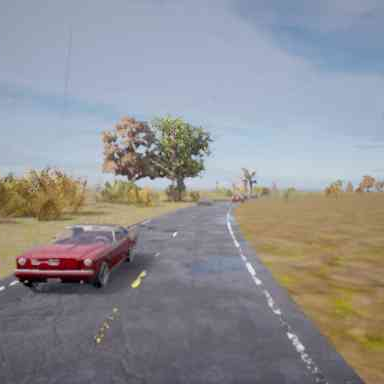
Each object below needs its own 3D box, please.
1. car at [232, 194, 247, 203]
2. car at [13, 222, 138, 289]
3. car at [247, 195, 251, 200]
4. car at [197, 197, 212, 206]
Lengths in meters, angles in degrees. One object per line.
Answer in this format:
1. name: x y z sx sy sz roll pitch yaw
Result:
1. car: 9.240 1.224 66.485 2.097 1.767 4.553 0 0 14
2. car: -2.871 1.579 9.296 1.895 1.301 4.718 0 0 2
3. car: 12.980 1.186 84.063 1.837 1.490 4.892 0 0 18
4. car: 1.992 1.463 52.259 1.994 1.385 4.181 0 0 11
